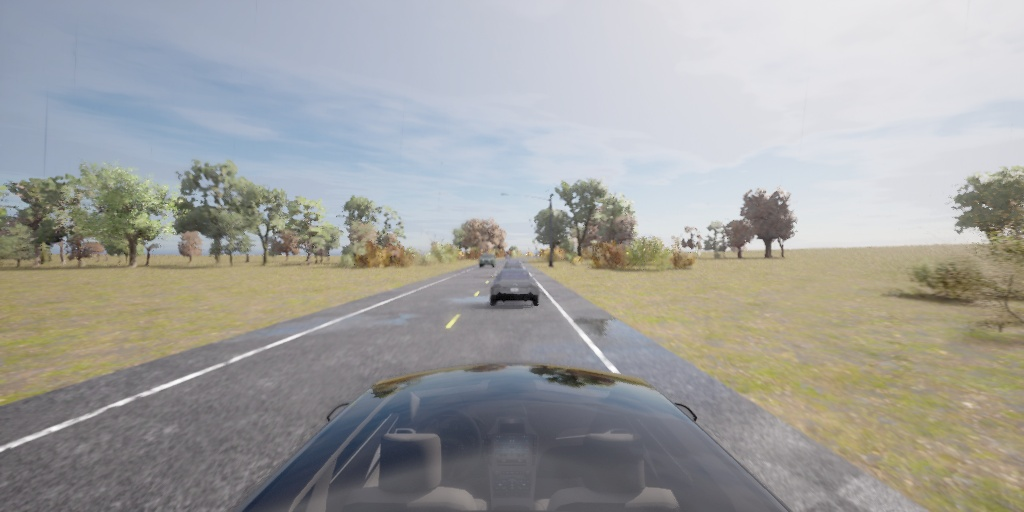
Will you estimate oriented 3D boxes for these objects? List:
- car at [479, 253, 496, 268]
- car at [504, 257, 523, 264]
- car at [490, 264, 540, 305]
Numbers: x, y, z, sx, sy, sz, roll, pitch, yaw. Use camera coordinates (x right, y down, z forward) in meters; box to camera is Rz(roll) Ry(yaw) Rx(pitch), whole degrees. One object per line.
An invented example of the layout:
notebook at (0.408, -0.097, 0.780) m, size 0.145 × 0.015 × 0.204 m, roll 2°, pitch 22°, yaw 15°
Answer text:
car at (-3.533, 0.640, 52.066) m, size 2.150 × 2.045 × 5.566 m, roll 0°, pitch 1°, yaw 1°
car at (0.110, 1.091, 35.543) m, size 1.994 × 1.385 × 4.181 m, roll 0°, pitch 0°, yaw 0°
car at (0.104, 1.223, 15.471) m, size 1.994 × 1.385 × 4.181 m, roll 0°, pitch 0°, yaw 0°
